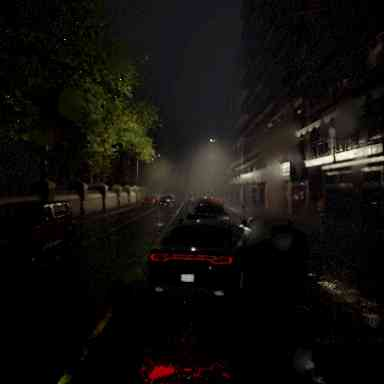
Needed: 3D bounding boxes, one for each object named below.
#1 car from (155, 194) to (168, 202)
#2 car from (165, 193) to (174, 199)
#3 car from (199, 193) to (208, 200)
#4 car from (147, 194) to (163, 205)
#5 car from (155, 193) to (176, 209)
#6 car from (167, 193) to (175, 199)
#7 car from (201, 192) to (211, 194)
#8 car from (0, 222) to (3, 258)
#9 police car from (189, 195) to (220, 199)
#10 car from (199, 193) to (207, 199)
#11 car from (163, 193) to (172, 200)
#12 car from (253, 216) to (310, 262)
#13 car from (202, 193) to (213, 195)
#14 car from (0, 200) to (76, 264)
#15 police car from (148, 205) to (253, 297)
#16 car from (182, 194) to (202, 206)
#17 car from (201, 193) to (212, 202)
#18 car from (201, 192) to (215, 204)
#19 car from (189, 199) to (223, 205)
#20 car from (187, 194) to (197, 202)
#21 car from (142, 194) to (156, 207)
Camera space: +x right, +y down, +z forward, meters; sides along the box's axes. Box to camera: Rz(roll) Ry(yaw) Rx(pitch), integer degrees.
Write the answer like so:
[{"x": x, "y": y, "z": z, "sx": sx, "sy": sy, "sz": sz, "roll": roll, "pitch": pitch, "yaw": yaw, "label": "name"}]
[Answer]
[{"x": -5.689, "y": 1.166, "z": 62.293, "sx": 2.008, "sy": 1.369, "sz": 4.403, "roll": 0, "pitch": 0, "yaw": 0, "label": "car"}, {"x": -5.688, "y": 1.046, "z": 84.813, "sx": 2.008, "sy": 1.369, "sz": 4.403, "roll": 0, "pitch": 0, "yaw": 0, "label": "car"}, {"x": 2.691, "y": 0.964, "z": 79.183, "sx": 1.967, "sy": 1.590, "sz": 4.097, "roll": 0, "pitch": 0, "yaw": 0, "label": "car"}, {"x": -5.690, "y": 1.119, "z": 51.030, "sx": 1.967, "sy": 1.590, "sz": 4.097, "roll": 0, "pitch": 0, "yaw": 0, "label": "car"}, {"x": -3.046, "y": 1.242, "z": 41.217, "sx": 1.837, "sy": 1.490, "sz": 4.892, "roll": 0, "pitch": 0, "yaw": 0, "label": "car"}, {"x": -5.689, "y": 0.994, "z": 90.274, "sx": 1.752, "sy": 1.417, "sz": 4.829, "roll": 0, "pitch": 0, "yaw": 0, "label": "car"}, {"x": 2.691, "y": 1.120, "z": 51.031, "sx": 1.967, "sy": 1.590, "sz": 4.097, "roll": 0, "pitch": 0, "yaw": 0, "label": "car"}, {"x": -5.690, "y": 1.503, "z": 5.991, "sx": 1.887, "sy": 1.381, "sz": 4.507, "roll": 0, "pitch": 0, "yaw": 0, "label": "car"}, {"x": 0.901, "y": 1.263, "z": 24.492, "sx": 1.930, "sy": 1.638, "sz": 5.238, "roll": 0, "pitch": 0, "yaw": 0, "label": "police car"}, {"x": 2.692, "y": 1.061, "z": 84.814, "sx": 1.947, "sy": 1.339, "sz": 4.313, "roll": 0, "pitch": 0, "yaw": 0, "label": "car"}, {"x": -5.689, "y": 1.050, "z": 79.013, "sx": 1.752, "sy": 1.417, "sz": 4.829, "roll": 0, "pitch": 0, "yaw": 0, "label": "car"}, {"x": 2.690, "y": 1.487, "z": 11.623, "sx": 1.947, "sy": 1.339, "sz": 4.313, "roll": 0, "pitch": 0, "yaw": 0, "label": "car"}, {"x": 2.691, "y": 1.256, "z": 45.403, "sx": 1.887, "sy": 1.381, "sz": 4.507, "roll": 0, "pitch": 0, "yaw": 0, "label": "car"}, {"x": -5.689, "y": 1.236, "z": 11.621, "sx": 2.192, "sy": 1.841, "sz": 5.009, "roll": 0, "pitch": 0, "yaw": 0, "label": "car"}, {"x": 0.444, "y": 1.366, "z": 8.679, "sx": 1.930, "sy": 1.638, "sz": 5.238, "roll": 0, "pitch": 0, "yaw": 12, "label": "police car"}, {"x": 0.018, "y": 1.262, "z": 44.865, "sx": 2.033, "sy": 1.411, "sz": 5.357, "roll": 0, "pitch": 0, "yaw": 0, "label": "car"}, {"x": 2.691, "y": 1.056, "z": 62.293, "sx": 1.967, "sy": 1.590, "sz": 4.097, "roll": 0, "pitch": 0, "yaw": 0, "label": "car"}, {"x": 2.690, "y": 0.963, "z": 56.661, "sx": 2.192, "sy": 1.841, "sz": 5.009, "roll": 0, "pitch": 0, "yaw": 0, "label": "car"}, {"x": 0.902, "y": 1.355, "z": 18.382, "sx": 1.882, "sy": 1.535, "sz": 5.008, "roll": 0, "pitch": 0, "yaw": 0, "label": "car"}, {"x": 0.003, "y": 1.084, "z": 64.000, "sx": 1.882, "sy": 1.535, "sz": 5.008, "roll": 0, "pitch": 0, "yaw": 0, "label": "car"}, {"x": -5.690, "y": 1.152, "z": 45.402, "sx": 1.967, "sy": 1.590, "sz": 4.097, "roll": 0, "pitch": 0, "yaw": 0, "label": "car"}]
